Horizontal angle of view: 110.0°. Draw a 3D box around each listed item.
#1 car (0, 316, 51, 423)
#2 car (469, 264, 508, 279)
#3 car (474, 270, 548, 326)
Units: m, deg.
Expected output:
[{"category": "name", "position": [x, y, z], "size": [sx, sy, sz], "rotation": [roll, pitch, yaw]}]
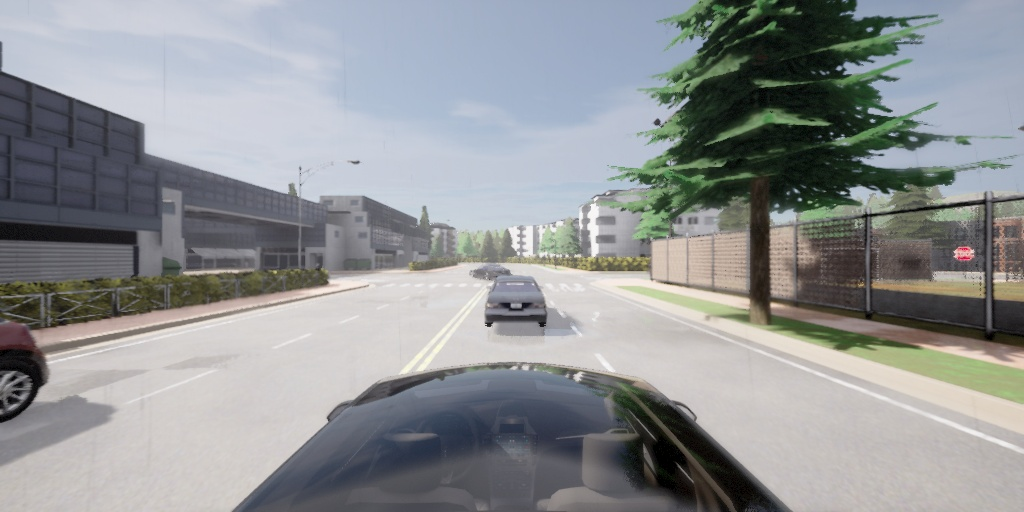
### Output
[{"category": "car", "position": [-7.096, 1.106, 2.650], "size": [2.097, 1.767, 4.553], "rotation": [0, 0, 0]}, {"category": "car", "position": [-2.014, 1.441, 32.053], "size": [2.033, 1.411, 5.357], "rotation": [0, 0, -29]}, {"category": "car", "position": [0.106, 1.346, 11.848], "size": [2.033, 1.411, 5.357], "rotation": [0, 0, 0]}]
